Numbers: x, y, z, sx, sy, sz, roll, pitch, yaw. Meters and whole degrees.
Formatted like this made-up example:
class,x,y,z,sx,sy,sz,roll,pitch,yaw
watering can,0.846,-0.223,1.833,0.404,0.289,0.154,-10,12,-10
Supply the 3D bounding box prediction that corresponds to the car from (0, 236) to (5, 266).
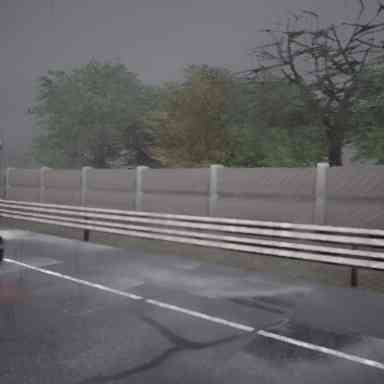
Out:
class,x,y,z,sx,sy,sz,roll,pitch,yaw
car,-6.872,1.295,8.897,4.892,1.490,1.837,2,1,35
